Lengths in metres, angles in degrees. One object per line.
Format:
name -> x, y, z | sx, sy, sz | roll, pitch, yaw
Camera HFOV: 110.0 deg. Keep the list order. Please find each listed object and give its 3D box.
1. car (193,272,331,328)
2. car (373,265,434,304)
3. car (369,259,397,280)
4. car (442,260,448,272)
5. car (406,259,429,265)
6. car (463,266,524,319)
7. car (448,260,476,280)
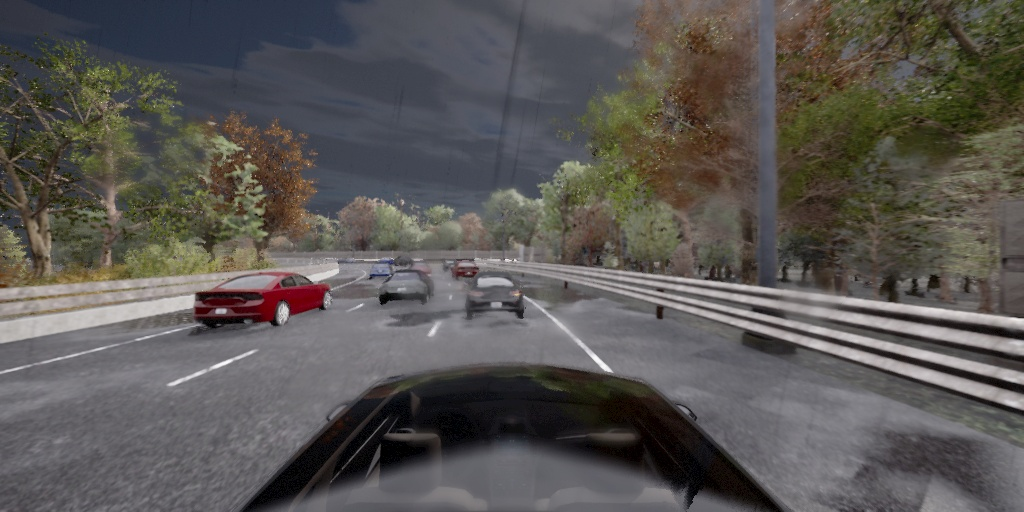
car -> -7.568, 1.237, 11.504 | 1.882, 1.535, 5.008 | 0, 0, -5
car -> -4.654, 1.300, 16.254 | 1.994, 1.385, 4.181 | 0, 0, -8
car -> -11.458, 1.277, 31.564 | 2.033, 1.411, 5.357 | 0, 0, -17
car -> -7.686, 1.208, 45.080 | 1.812, 1.442, 4.674 | 0, 0, -14
car -> -9.019, 1.275, 35.115 | 1.994, 1.385, 4.181 | 0, 0, -18
car -> -0.670, 1.253, 12.671 | 1.812, 1.442, 4.674 | 0, 0, -6
car -> -4.013, 1.179, 30.315 | 1.882, 1.535, 5.008 | 0, 0, -15
